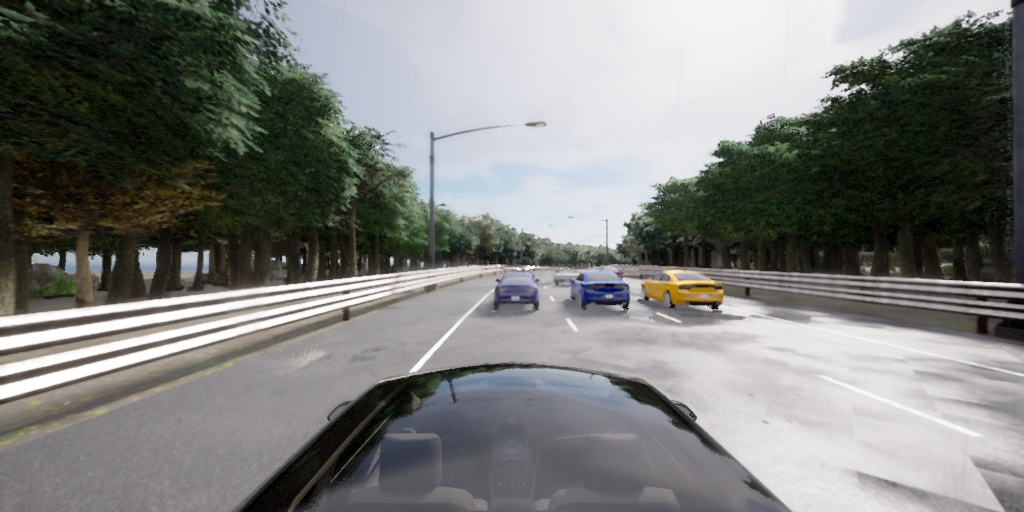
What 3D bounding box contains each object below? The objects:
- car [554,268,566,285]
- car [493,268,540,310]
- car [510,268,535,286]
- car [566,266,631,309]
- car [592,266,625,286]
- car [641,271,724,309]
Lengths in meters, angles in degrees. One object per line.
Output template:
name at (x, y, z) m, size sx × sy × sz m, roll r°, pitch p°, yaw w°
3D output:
car at (4.447, 1.659, 29.702) m, size 1.895 × 1.301 × 4.718 m, roll 0°, pitch -1°, yaw 4°
car at (0.240, 1.426, 15.640) m, size 1.812 × 1.442 × 4.674 m, roll 0°, pitch 0°, yaw 3°
car at (0.955, 1.665, 29.933) m, size 1.895 × 1.301 × 4.718 m, roll 0°, pitch -1°, yaw 4°
car at (3.756, 1.379, 15.904) m, size 1.882 × 1.535 × 5.008 m, roll 0°, pitch 0°, yaw 3°
car at (7.996, 1.584, 30.116) m, size 1.812 × 1.442 × 4.674 m, roll 0°, pitch 0°, yaw 5°
car at (7.255, 1.376, 15.804) m, size 1.882 × 1.535 × 5.008 m, roll 0°, pitch 0°, yaw 3°
